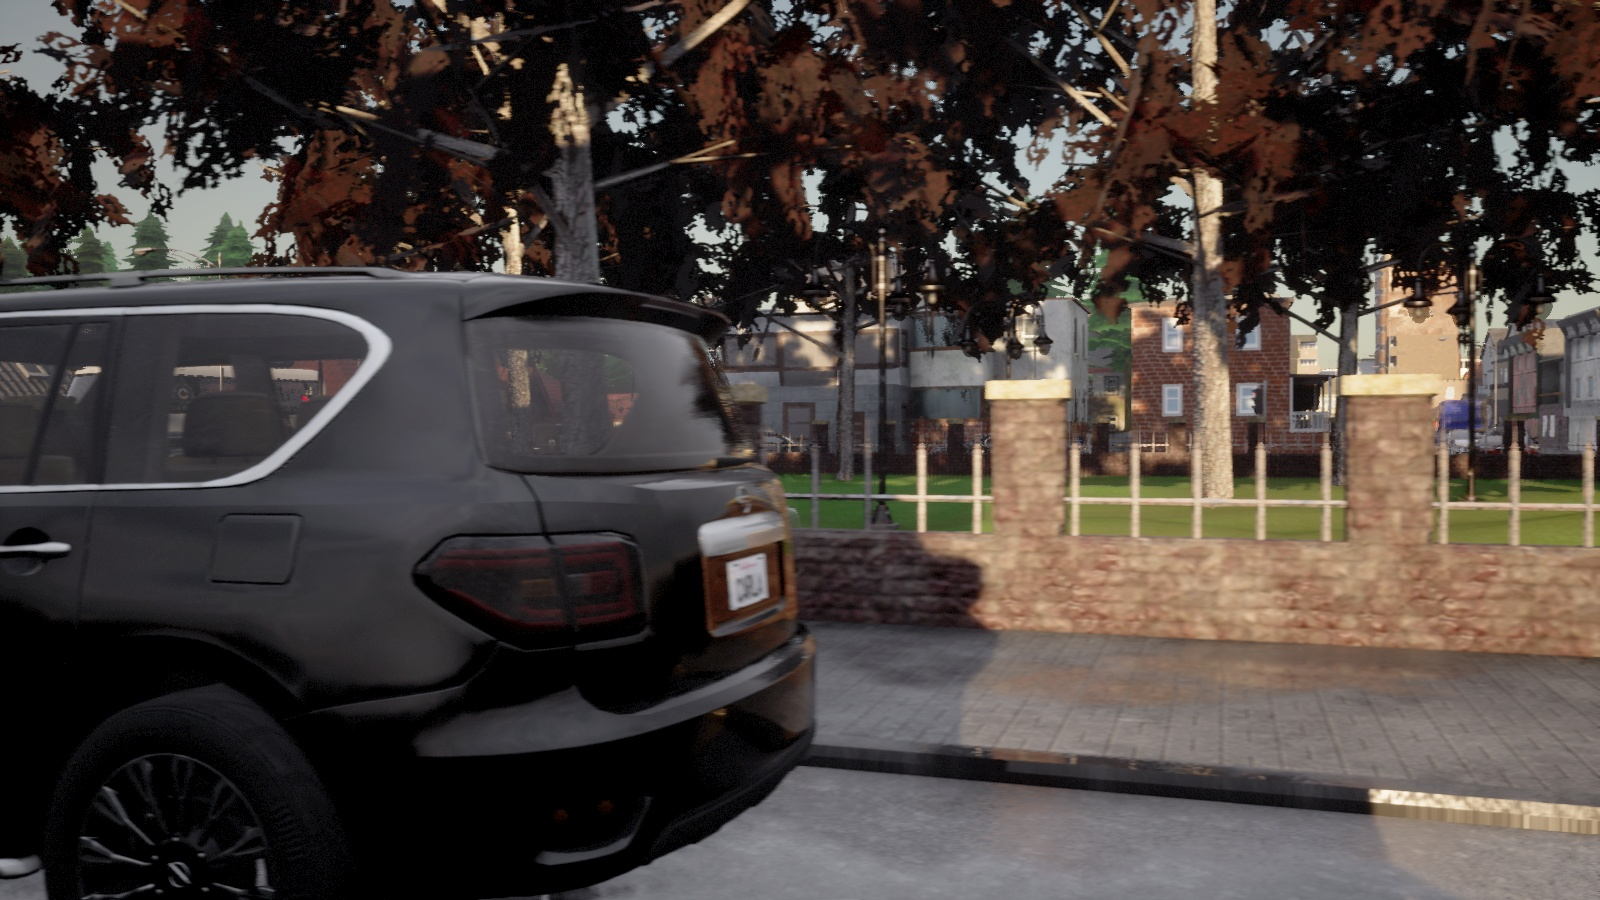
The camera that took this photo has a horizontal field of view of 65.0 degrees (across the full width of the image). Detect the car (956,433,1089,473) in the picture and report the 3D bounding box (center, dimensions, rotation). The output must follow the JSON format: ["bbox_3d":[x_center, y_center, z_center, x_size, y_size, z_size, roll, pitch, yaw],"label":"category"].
[{"bbox_3d":[8.597,0.087,48.532,4.892,1.490,1.837,0,1,16],"label":"car"}]

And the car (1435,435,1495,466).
[{"bbox_3d":[32.141,-0.001,60.813,1.812,1.442,4.674,1,1,19],"label":"car"}]

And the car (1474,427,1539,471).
[{"bbox_3d":[28.105,-0.091,50.072,2.152,1.651,5.027,1,1,28],"label":"car"}]

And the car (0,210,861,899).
[{"bbox_3d":[-2.750,0.461,4.646,5.566,2.045,2.150,1,1,18],"label":"car"}]

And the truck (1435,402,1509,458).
[{"bbox_3d":[43.128,-1.288,80.830,2.891,3.462,7.936,1,1,19],"label":"truck"}]

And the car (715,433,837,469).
[{"bbox_3d":[-0.980,0.020,51.723,4.674,1.442,1.812,0,1,15],"label":"car"}]
